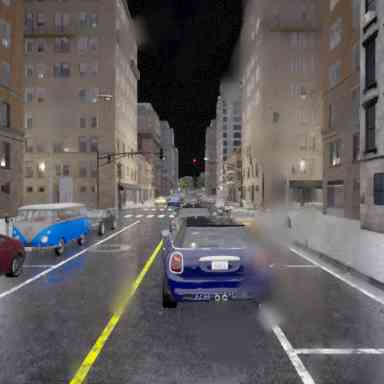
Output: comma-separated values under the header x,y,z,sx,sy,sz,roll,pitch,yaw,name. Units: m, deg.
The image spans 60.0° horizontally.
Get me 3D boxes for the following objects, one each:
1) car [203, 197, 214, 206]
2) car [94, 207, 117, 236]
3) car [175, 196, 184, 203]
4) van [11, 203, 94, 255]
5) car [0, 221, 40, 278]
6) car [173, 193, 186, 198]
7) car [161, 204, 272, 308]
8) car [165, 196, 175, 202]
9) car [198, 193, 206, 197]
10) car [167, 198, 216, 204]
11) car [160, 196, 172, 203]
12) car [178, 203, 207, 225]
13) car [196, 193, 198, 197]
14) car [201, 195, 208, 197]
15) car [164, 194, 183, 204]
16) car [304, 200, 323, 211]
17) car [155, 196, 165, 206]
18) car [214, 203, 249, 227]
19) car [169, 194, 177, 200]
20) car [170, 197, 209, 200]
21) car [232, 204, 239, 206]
x,y,z,sx,sy,sz,roll,pitch,yaw,name
2.758,1.580,56.301,1.802,1.307,4.206,0,0,0,car
-5.352,1.550,18.354,2.008,1.369,4.403,0,0,0,car
-2.599,1.519,70.589,1.812,1.442,4.674,0,0,0,car
-5.365,1.340,12.948,1.690,1.788,3.998,0,0,0,van
-5.378,1.581,7.541,1.802,1.307,4.206,0,0,0,car
-2.692,1.218,60.483,2.150,2.045,5.566,0,0,1,car
0.321,1.352,8.158,2.097,1.767,4.553,0,0,-5,car
-5.218,1.543,79.042,2.008,1.369,4.403,0,0,0,car
2.794,1.434,73.346,1.967,1.590,4.097,0,0,0,car
0.110,1.351,15.425,2.097,1.767,4.553,0,0,0,car
-5.243,1.561,67.679,1.947,1.339,4.313,0,0,0,car
0.071,1.563,25.086,1.994,1.385,4.181,0,0,0,car
2.819,1.306,84.710,2.192,1.841,5.009,0,0,0,car
2.745,1.549,50.620,2.008,1.369,4.403,0,0,0,car
-2.734,1.476,50.495,1.882,1.535,5.008,0,0,0,car
15.432,1.506,38.356,4.718,1.301,1.895,0,0,0,car
-5.268,1.523,56.147,1.752,1.417,4.829,0,0,0,car
2.689,1.550,23.744,2.008,1.369,4.403,0,0,0,car
-5.194,1.429,90.404,1.967,1.590,4.097,0,0,0,car
0.148,1.557,34.682,1.994,1.385,4.181,-1,0,44,car
2.683,1.525,18.507,1.752,1.417,4.829,0,0,0,car
